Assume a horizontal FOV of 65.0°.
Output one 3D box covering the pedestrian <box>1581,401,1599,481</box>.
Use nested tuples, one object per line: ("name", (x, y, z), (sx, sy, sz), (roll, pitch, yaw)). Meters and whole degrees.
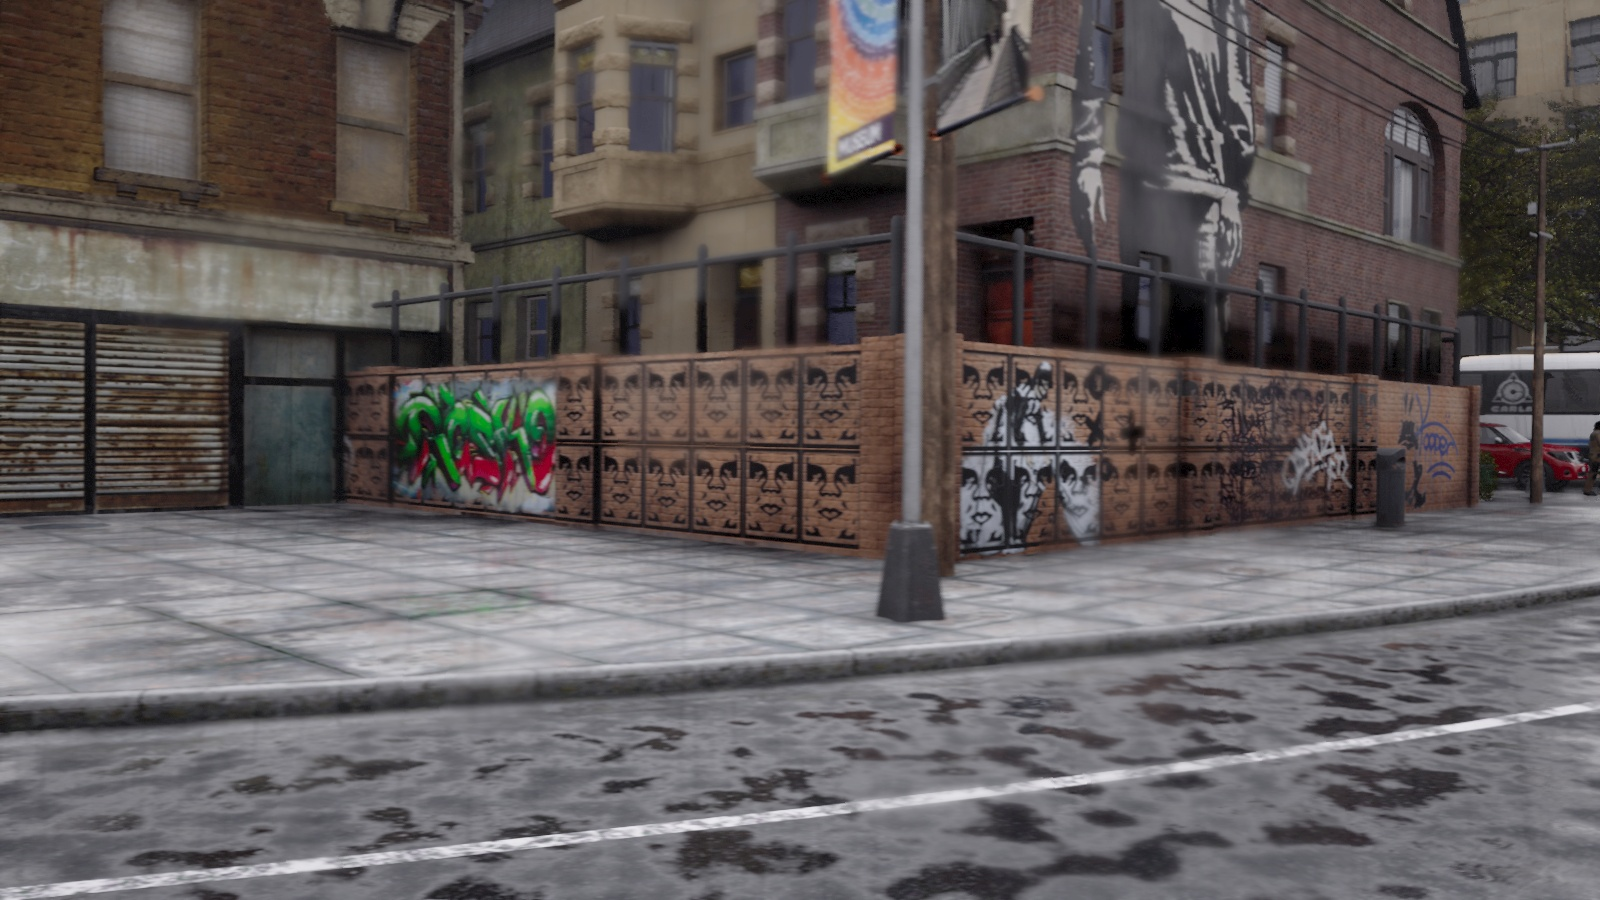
("pedestrian", (19.347, -0.227, 30.395), (0.692, 1.930, 0.396), (0, 1, 24))

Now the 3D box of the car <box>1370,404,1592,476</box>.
("car", (20.692, -0.301, 38.328), (5.566, 2.045, 2.150), (0, 1, 45))

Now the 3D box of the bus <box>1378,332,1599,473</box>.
("bus", (24.396, -1.465, 40.085), (10.273, 4.253, 3.944), (0, 1, 34))
